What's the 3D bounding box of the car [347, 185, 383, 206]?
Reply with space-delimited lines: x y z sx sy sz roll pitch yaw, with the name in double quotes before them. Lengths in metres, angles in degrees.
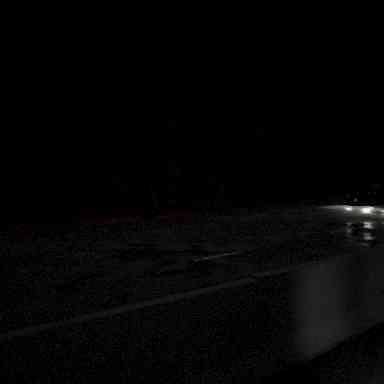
"car" 14.735 0.234 27.421 4.892 1.490 1.837 -4 3 -35
